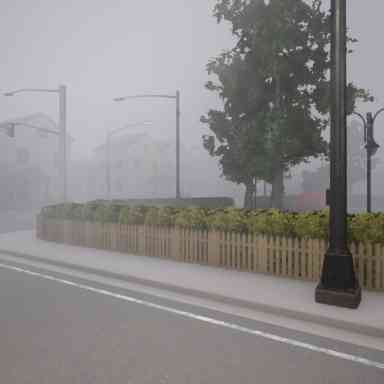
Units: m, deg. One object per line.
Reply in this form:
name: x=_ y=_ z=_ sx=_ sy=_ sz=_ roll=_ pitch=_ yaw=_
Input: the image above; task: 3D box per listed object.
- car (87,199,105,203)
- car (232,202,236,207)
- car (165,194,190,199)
car: x=-9.890 y=1.477 z=34.394 sx=1.882 sy=1.535 sz=5.008 roll=0 pitch=0 yaw=35
car: x=4.863 y=1.564 z=49.139 sx=1.994 sy=1.385 sz=4.181 roll=0 pitch=0 yaw=35
car: x=-2.223 y=1.223 z=45.415 sx=2.150 sy=2.045 sz=5.566 roll=0 pitch=0 yaw=35
